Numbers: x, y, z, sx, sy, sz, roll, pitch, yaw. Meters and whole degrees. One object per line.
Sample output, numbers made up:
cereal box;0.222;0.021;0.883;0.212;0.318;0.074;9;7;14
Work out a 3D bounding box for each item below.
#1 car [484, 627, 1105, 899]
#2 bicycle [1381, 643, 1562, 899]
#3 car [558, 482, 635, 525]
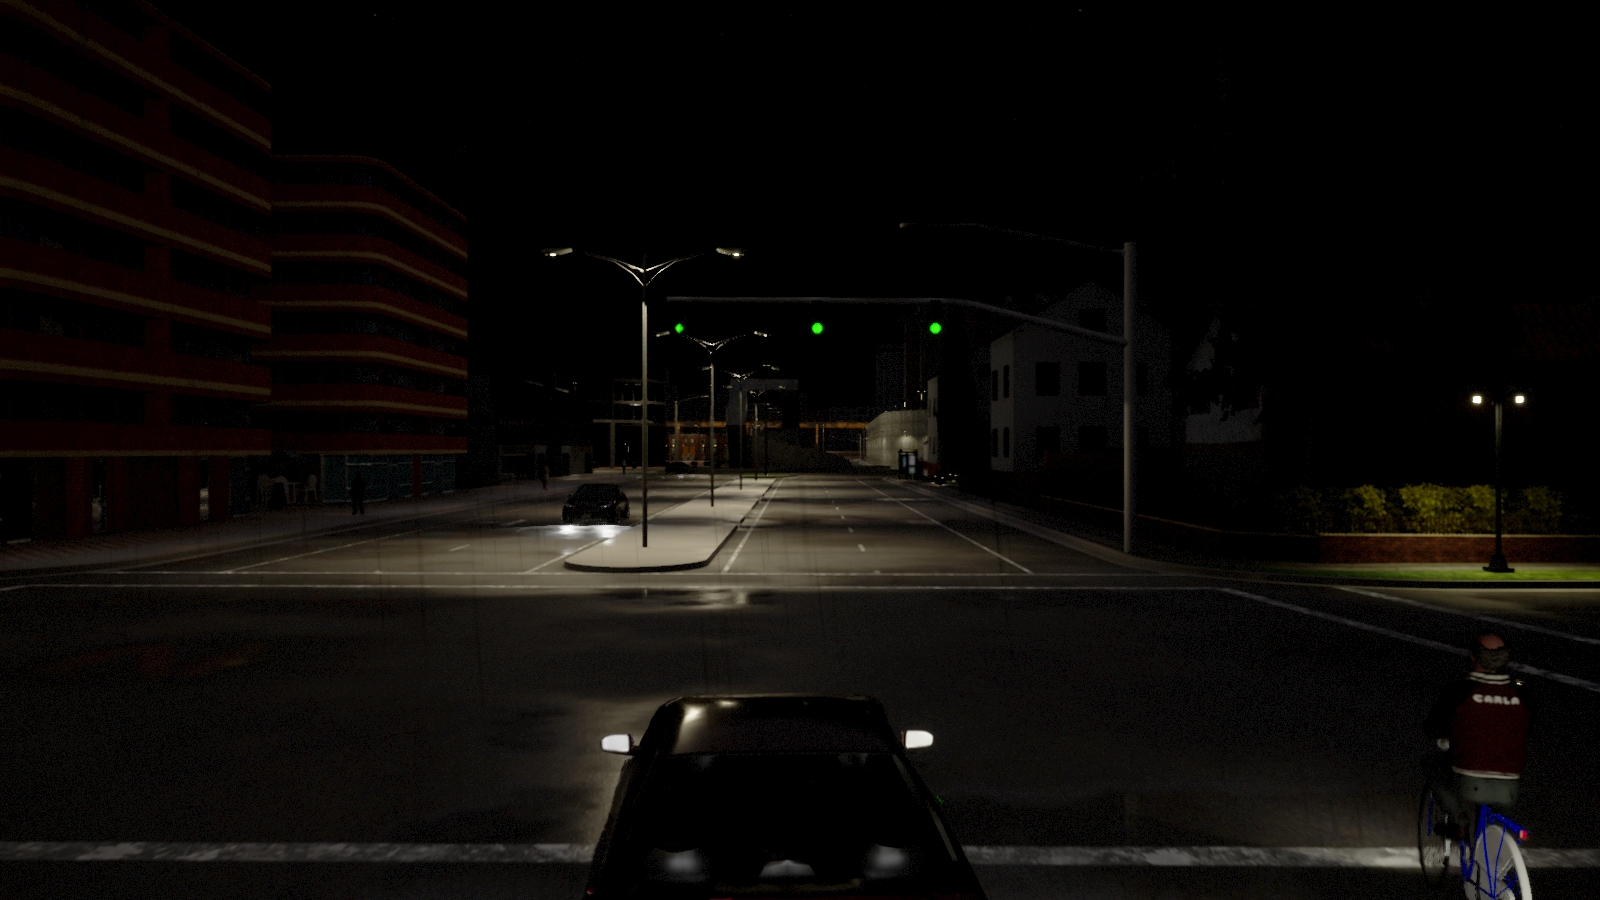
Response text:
car;-0.134;2.041;5.940;2.007;1.525;4.514;0;0;-3
bicycle;3.899;2.049;6.757;0.329;1.496;1.835;2;0;13
car;-7.943;2.069;45.023;2.163;1.488;4.792;0;0;0
